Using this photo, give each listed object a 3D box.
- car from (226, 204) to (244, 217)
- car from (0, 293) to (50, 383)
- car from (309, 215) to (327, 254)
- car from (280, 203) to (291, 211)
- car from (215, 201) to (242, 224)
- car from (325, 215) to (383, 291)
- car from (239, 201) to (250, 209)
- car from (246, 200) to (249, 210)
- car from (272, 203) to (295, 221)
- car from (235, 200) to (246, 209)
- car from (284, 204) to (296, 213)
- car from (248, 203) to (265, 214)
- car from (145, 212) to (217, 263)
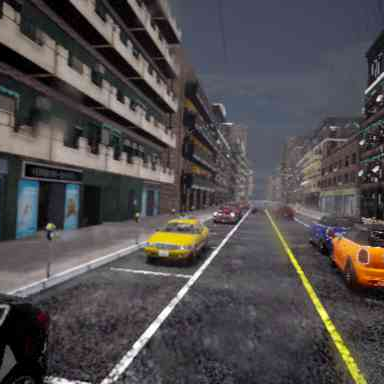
[{"bbox_3d":[5.246,2.243,40.477,1.802,1.307,4.206,3,-1,12],"label":"car"},{"bbox_3d":[-2.592,1.457,1.814,1.947,1.339,4.313,3,-1,12],"label":"car"},{"bbox_3d":[6.898,1.851,15.670,2.097,1.767,4.553,3,0,11],"label":"car"},{"bbox_3d":[20.169,3.246,71.940,1.887,1.381,4.507,3,-1,12],"label":"car"},{"bbox_3d":[3.014,1.882,29.432,1.967,1.590,4.097,3,-1,12],"label":"car"},{"bbox_3d":[5.483,1.725,9.898,2.097,1.767,4.553,3,-1,16],"label":"car"},{"bbox_3d":[10.852,2.646,68.092,1.967,1.590,4.097,3,-1,12],"label":"car"},{"bbox_3d":[9.739,2.413,62.571,2.192,1.841,5.009,3,-1,12],"label":"car"},{"bbox_3d":[10.611,2.380,38.156,1.882,1.535,5.008,3,0,12],"label":"car"},{"bbox_3d":[4.140,1.867,34.956,2.192,1.841,5.009,3,-1,12],"label":"car"},{"bbox_3d":[17.964,3.013,61.061,1.752,1.417,4.829,3,-1,11],"label":"car"},{"bbox_3d":[10.070,2.546,50.743,2.033,1.411,5.357,3,-1,12],"label":"car"},{"bbox_3d":[-0.384,1.635,12.695,1.752,1.417,4.829,3,-1,12],"label":"car"}]
